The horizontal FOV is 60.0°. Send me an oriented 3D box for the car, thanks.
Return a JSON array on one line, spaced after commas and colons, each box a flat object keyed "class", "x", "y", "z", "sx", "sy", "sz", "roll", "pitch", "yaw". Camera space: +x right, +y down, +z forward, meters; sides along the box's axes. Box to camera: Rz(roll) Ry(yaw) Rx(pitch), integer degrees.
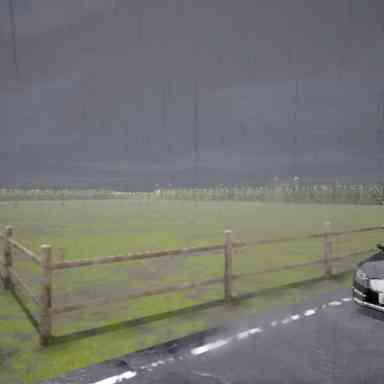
[{"class": "car", "x": 5.202, "y": 1.488, "z": 6.785, "sx": 4.902, "sy": 1.511, "sz": 2.128, "roll": 0, "pitch": 0, "yaw": -36}]
